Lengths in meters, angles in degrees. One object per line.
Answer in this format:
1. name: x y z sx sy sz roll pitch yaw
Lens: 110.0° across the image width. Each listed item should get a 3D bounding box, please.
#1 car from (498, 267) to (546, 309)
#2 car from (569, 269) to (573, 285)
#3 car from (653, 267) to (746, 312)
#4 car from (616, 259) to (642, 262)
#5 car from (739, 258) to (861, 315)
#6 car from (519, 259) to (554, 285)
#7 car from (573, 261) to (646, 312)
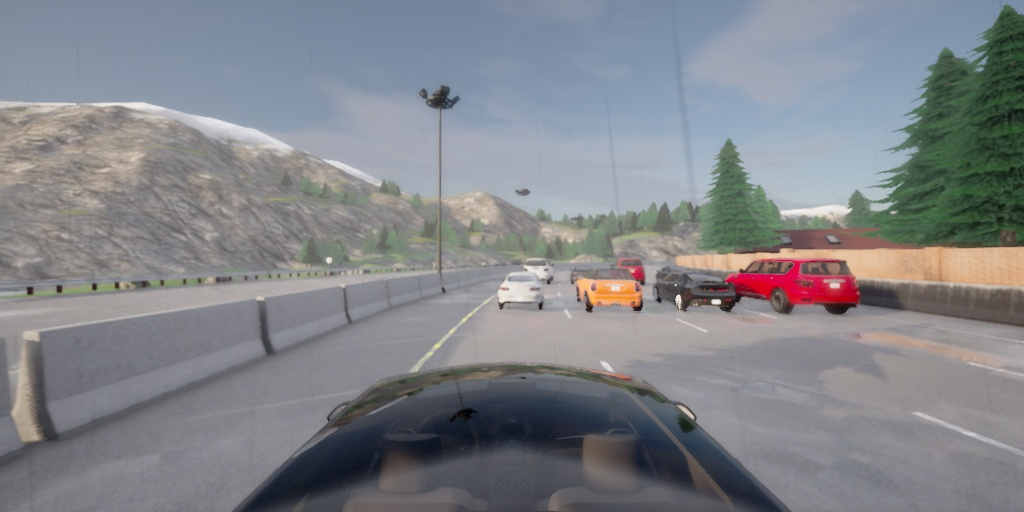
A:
1. car: 0.478 1.407 15.719 1.812 1.442 4.674 0 0 5
2. car: 5.751 1.506 29.431 2.128 1.511 4.902 0 0 10
3. car: 7.451 1.389 15.122 1.837 1.490 4.892 0 0 5
4. car: 9.141 1.225 28.557 2.150 2.045 5.566 0 0 10
5. car: 10.907 1.095 14.551 2.150 2.045 5.566 0 0 5
6. car: 2.241 1.230 29.737 2.150 2.045 5.566 0 0 10
7. car: 3.938 1.229 15.161 2.097 1.767 4.553 0 -1 5
